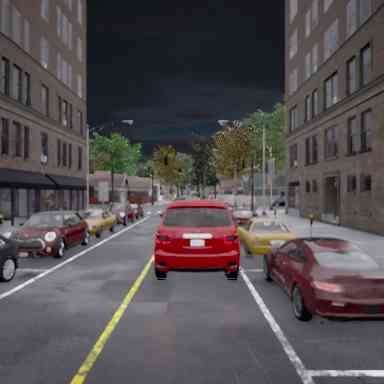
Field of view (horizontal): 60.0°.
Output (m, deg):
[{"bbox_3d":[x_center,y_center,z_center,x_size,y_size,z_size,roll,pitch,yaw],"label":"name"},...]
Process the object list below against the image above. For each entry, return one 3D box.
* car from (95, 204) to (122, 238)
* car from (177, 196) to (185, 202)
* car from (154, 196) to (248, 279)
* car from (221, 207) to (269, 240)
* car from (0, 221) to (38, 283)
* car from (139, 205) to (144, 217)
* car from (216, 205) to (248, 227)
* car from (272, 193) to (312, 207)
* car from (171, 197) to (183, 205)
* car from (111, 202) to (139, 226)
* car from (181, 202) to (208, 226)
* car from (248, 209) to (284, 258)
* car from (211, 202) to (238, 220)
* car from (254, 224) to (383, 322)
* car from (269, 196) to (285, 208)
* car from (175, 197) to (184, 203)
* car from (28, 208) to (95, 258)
[{"bbox_3d":[-5.319,1.563,17.899,1.752,1.417,4.829,0,0,0],"label":"car"},{"bbox_3d":[-2.711,1.767,84.577,1.812,1.442,4.674,0,0,0],"label":"car"},{"bbox_3d":[0.136,1.244,10.242,2.150,2.045,5.566,0,0,0],"label":"car"},{"bbox_3d":[2.707,1.583,18.038,1.887,1.381,4.507,0,0,0],"label":"car"},{"bbox_3d":[-5.365,1.564,7.032,2.008,1.369,4.403,0,0,0],"label":"car"},{"bbox_3d":[-5.270,1.647,29.107,1.802,1.307,4.206,0,0,0],"label":"car"},{"bbox_3d":[2.731,1.633,23.555,1.802,1.307,4.206,0,0,0],"label":"car"},{"bbox_3d":[15.647,1.241,52.016,5.566,2.045,2.150,0,0,-1],"label":"car"},{"bbox_3d":[-2.784,1.718,64.438,2.033,1.411,5.357,0,0,1],"label":"car"},{"bbox_3d":[-5.294,1.492,23.588,1.967,1.590,4.097,0,0,0],"label":"car"},{"bbox_3d":[0.204,1.562,25.201,1.837,1.490,4.892,0,0,0],"label":"car"},{"bbox_3d":[2.684,1.551,12.690,1.752,1.417,4.829,0,0,0],"label":"car"},{"bbox_3d":[2.755,1.631,29.074,1.947,1.339,4.313,0,0,0],"label":"car"},{"bbox_3d":[2.660,1.595,7.001,1.802,1.307,4.206,0,0,0],"label":"car"},{"bbox_3d":[13.583,1.376,48.743,4.553,1.767,2.097,0,0,0],"label":"car"},{"bbox_3d":[-2.728,1.758,74.327,1.994,1.385,4.181,0,0,0],"label":"car"},{"bbox_3d":[-5.342,1.466,12.551,1.967,1.590,4.097,0,0,0],"label":"car"}]
